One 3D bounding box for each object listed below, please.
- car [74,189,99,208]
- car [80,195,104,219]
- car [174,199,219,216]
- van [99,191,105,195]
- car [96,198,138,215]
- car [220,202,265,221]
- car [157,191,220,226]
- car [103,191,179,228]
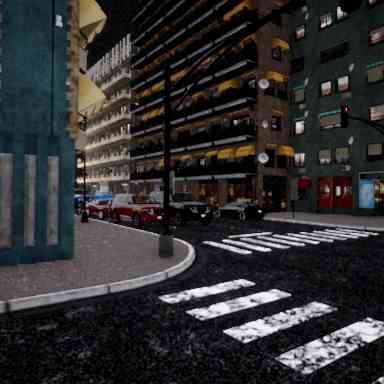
[{"bbox_3d":[-12.936,0.688,38.152,2.150,2.045,5.566,1,0,-35],"label":"car"},{"bbox_3d":[-6.506,1.197,24.799,1.887,1.381,4.507,2,0,-36],"label":"car"},{"bbox_3d":[0.312,1.316,29.670,1.802,1.307,4.206,2,0,-36],"label":"car"},{"bbox_3d":[-12.719,0.753,47.742,1.690,1.788,3.998,2,0,-36],"label":"van"},{"bbox_3d":[-6.786,1.219,29.596,1.895,1.301,4.718,1,0,-36],"label":"car"},{"bbox_3d":[3.571,1.381,25.153,1.947,1.339,4.313,2,0,-36],"label":"car"},{"bbox_3d":[-0.966,0.985,21.531,2.150,2.045,5.566,1,0,-36],"label":"car"},{"bbox_3d":[-3.240,1.048,20.282,2.192,1.841,5.009,2,0,-36],"label":"car"}]
